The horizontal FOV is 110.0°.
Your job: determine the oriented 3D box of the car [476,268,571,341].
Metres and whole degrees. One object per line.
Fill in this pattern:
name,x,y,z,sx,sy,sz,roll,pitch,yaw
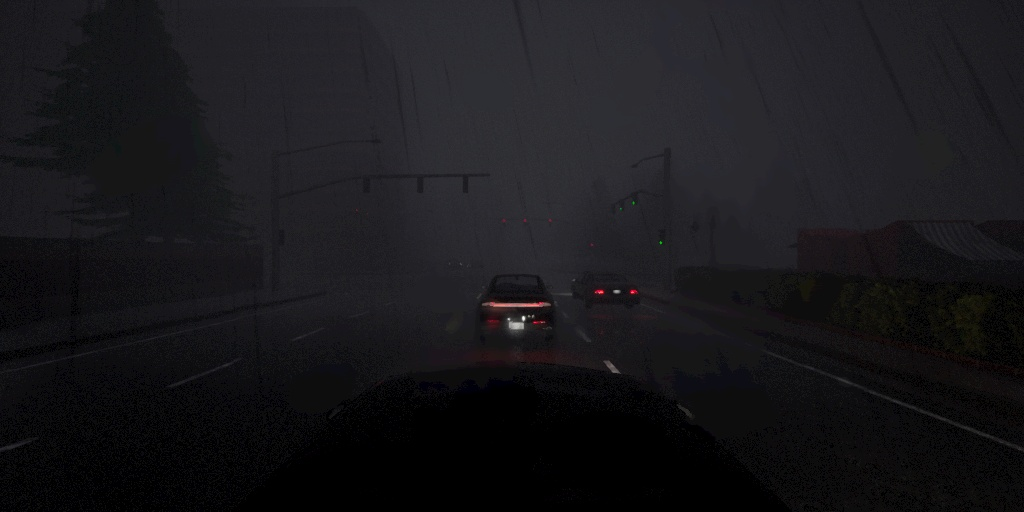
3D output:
car,0.135,1.241,9.873,2.128,1.511,4.902,0,0,1

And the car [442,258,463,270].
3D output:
car,-8.330,1.100,51.112,2.097,1.767,4.553,0,0,-16

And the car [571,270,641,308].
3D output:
car,3.707,1.297,15.050,2.033,1.411,5.357,0,0,1

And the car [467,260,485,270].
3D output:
car,-5.497,1.312,53.967,1.994,1.385,4.181,0,0,-20

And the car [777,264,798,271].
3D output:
car,26.170,1.368,32.712,4.181,1.385,1.994,0,0,1
